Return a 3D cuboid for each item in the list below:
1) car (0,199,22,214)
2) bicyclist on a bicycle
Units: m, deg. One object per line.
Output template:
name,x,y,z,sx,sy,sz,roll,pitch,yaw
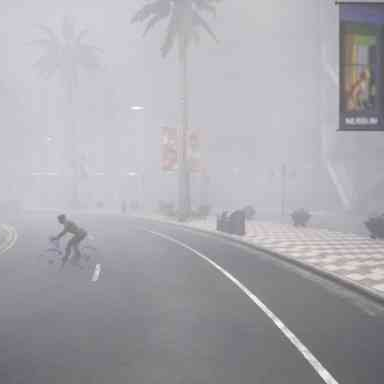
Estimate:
car,-20.329,1.491,35.751,4.902,1.511,2.128,0,0,33
bicyclist on a bicycle,-3.501,1.455,9.444,1.656,1.620,0.582,-2,0,-12
